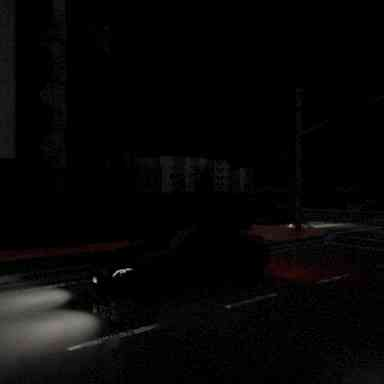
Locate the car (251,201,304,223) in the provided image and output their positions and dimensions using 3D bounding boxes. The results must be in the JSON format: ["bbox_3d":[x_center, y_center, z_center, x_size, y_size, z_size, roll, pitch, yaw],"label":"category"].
[{"bbox_3d":[6.414,1.501,26.374,1.882,1.535,5.008,0,0,-38],"label":"car"}]

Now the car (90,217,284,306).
[{"bbox_3d":[-0.073,1.531,8.158,4.674,1.442,1.812,0,0,-35],"label":"car"}]
